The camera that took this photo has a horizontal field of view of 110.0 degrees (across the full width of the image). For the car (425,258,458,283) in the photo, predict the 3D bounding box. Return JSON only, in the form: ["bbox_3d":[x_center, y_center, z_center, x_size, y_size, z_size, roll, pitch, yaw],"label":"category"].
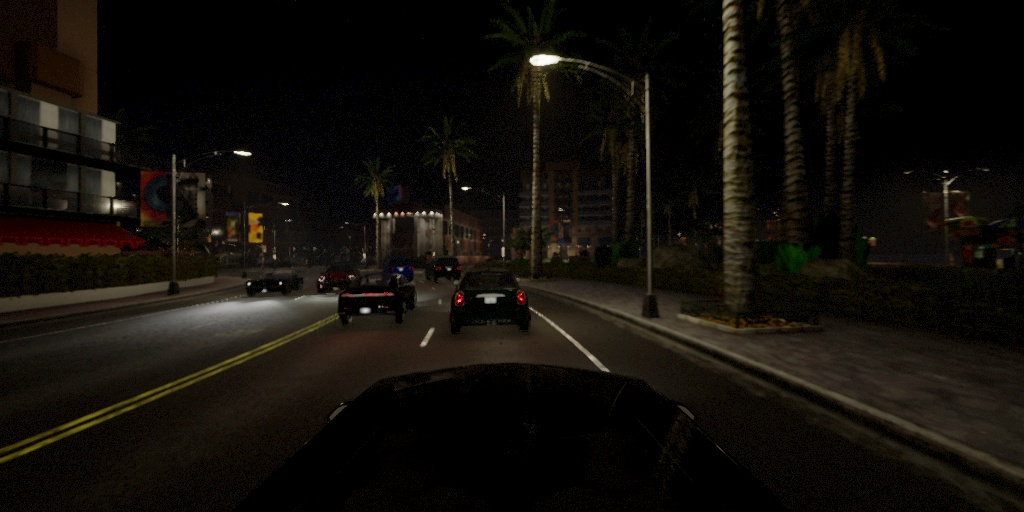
[{"bbox_3d":[-5.925,1.154,30.535,2.150,2.045,5.566,0,0,-22],"label":"car"}]

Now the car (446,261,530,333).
[{"bbox_3d":[-0.776,1.152,11.199,2.097,1.767,4.553,-1,0,-6],"label":"car"}]

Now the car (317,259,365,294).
[{"bbox_3d":[-10.613,1.288,22.326,2.097,1.767,4.553,-1,0,-19],"label":"car"}]

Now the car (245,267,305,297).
[{"bbox_3d":[-13.803,1.559,21.126,1.895,1.301,4.718,0,0,-18],"label":"car"}]

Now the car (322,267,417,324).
[{"bbox_3d":[-4.472,1.329,12.445,2.128,1.511,4.902,0,0,-9],"label":"car"}]

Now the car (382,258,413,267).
[{"bbox_3d":[-9.854,1.190,30.890,2.150,2.045,5.566,0,0,-23],"label":"car"}]
